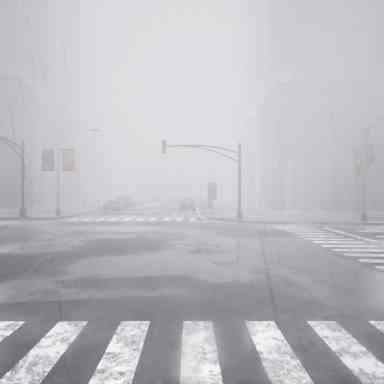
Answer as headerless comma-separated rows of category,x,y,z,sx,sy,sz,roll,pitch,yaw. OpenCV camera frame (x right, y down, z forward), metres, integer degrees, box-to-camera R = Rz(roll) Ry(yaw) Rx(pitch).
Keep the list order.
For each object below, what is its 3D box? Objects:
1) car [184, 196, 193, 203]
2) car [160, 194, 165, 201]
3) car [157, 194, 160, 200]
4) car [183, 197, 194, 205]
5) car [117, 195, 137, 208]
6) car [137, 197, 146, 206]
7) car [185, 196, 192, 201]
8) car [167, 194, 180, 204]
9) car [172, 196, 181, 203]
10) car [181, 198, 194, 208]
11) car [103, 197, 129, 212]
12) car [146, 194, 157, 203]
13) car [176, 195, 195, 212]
car,-0.741,1.612,71.652,1.752,1.417,4.829,0,0,0
car,-9.381,1.695,93.148,1.887,1.381,4.507,0,0,0
car,-9.295,1.417,76.872,2.192,1.841,5.009,0,0,0
car,-0.682,1.603,60.632,1.887,1.381,4.507,0,0,0
car,-9.120,1.335,44.316,2.192,1.841,5.009,0,0,0
car,-9.176,1.570,54.997,1.752,1.417,4.829,0,0,0
car,-0.857,1.695,93.182,1.887,1.381,4.507,0,0,0
car,-3.369,1.576,65.700,1.837,1.490,4.892,0,0,0
car,-3.522,1.651,75.785,1.994,1.385,4.181,0,0,0
car,-0.623,1.614,49.782,1.802,1.307,4.206,0,0,0
car,-9.090,1.574,38.889,1.947,1.339,4.313,0,0,0
car,-9.265,1.668,71.445,1.802,1.307,4.206,0,0,0
car,-0.566,1.448,38.933,1.967,1.590,4.097,0,0,0
